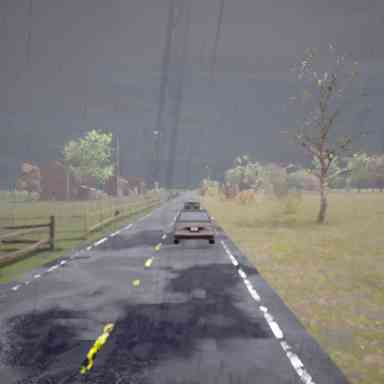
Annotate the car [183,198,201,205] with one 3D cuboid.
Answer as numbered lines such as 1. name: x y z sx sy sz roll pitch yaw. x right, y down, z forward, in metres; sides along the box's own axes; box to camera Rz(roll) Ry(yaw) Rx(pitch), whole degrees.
1. car: 0.010 1.506 38.629 1.837 1.490 4.892 0 0 0

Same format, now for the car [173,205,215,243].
1. car: 0.081 1.553 16.057 2.033 1.411 5.357 0 0 0
